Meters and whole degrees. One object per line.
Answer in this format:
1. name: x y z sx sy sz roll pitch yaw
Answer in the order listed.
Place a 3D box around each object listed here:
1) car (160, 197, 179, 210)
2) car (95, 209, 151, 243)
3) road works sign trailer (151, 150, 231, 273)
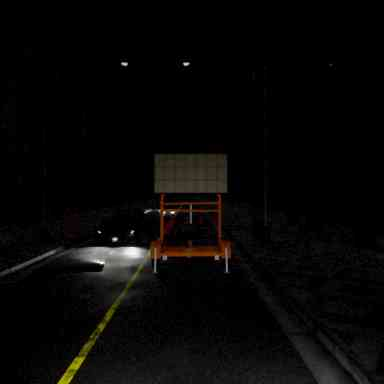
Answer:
1. car: -3.163 1.619 44.591 1.994 1.385 4.181 0 0 0
2. car: -3.158 1.557 16.300 2.033 1.411 5.357 0 0 0
3. road works sign trailer: -0.036 0.471 10.651 2.380 3.560 2.880 0 0 0
